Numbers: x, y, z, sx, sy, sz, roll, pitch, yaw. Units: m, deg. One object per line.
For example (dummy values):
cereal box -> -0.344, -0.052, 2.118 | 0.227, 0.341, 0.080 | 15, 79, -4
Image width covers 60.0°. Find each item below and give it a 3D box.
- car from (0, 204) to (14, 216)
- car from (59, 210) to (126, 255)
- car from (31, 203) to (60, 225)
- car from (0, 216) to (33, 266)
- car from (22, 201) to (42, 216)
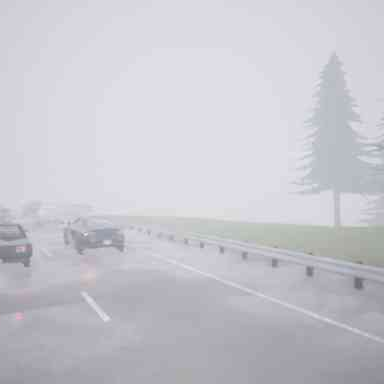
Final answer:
car -> -13.420, 1.768, 22.958 | 2.033, 1.411, 5.357 | 1, -1, -30
car -> -4.252, 1.690, 14.266 | 1.812, 1.442, 4.674 | 1, -1, -30
car -> -11.391, 1.808, 26.462 | 1.812, 1.442, 4.674 | 1, -1, -30
car -> -6.633, 1.713, 11.376 | 1.895, 1.301, 4.718 | 1, -1, -30
car -> -17.648, 1.733, 37.119 | 2.097, 1.767, 4.553 | 1, -1, -30
